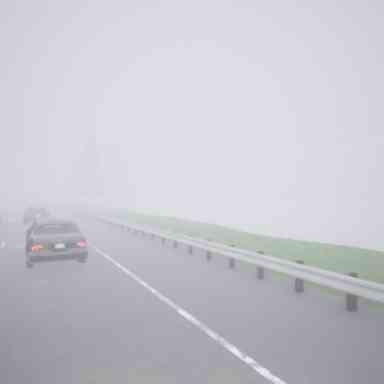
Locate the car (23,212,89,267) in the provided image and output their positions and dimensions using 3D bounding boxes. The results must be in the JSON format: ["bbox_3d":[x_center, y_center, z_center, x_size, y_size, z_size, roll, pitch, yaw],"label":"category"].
[{"bbox_3d":[-4.971,1.652,11.998,2.033,1.411,5.357,0,-1,-26],"label":"car"}]

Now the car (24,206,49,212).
[{"bbox_3d":[-12.778,1.804,27.418,1.994,1.385,4.181,0,0,-26],"label":"car"}]

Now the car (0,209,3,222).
[{"bbox_3d":[-15.856,1.794,25.748,1.994,1.385,4.181,0,0,-26],"label":"car"}]
